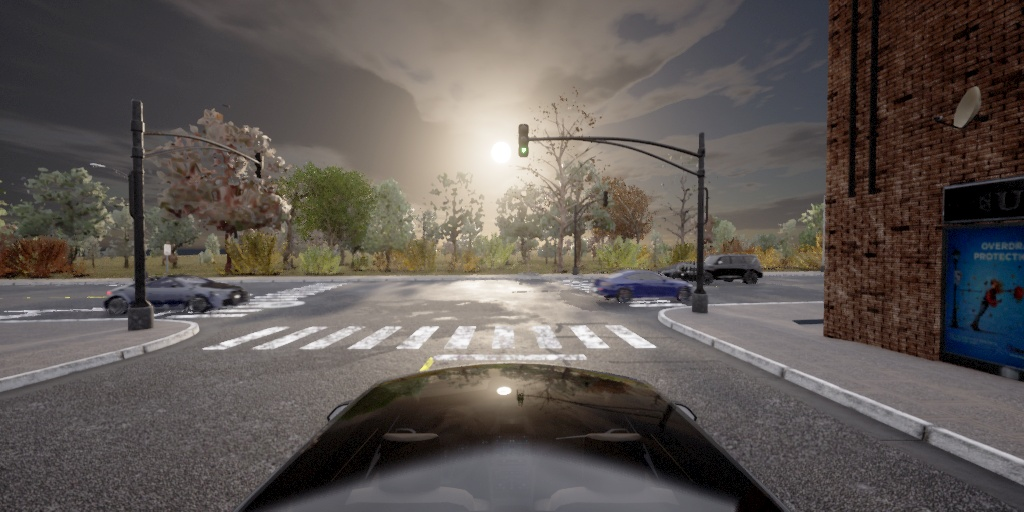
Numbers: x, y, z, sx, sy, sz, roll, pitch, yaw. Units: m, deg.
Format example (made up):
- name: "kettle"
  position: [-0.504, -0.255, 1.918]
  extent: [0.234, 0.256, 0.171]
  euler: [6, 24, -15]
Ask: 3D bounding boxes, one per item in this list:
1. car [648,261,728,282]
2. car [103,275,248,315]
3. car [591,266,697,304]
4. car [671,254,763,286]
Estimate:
- name: "car"
  position: [13.556, 1.159, 27.794]
  extent: [5.357, 1.411, 2.033]
  euler: [0, 1, -9]
- name: "car"
  position: [-12.904, 1.435, 13.978]
  extent: [4.181, 1.385, 1.994]
  euler: [0, 1, -8]
- name: "car"
  position: [6.038, 1.346, 16.664]
  extent: [4.674, 1.442, 1.812]
  euler: [0, 1, -9]
- name: "car"
  position: [14.224, 0.893, 24.605]
  extent: [5.566, 2.045, 2.150]
  euler: [0, 1, -9]
